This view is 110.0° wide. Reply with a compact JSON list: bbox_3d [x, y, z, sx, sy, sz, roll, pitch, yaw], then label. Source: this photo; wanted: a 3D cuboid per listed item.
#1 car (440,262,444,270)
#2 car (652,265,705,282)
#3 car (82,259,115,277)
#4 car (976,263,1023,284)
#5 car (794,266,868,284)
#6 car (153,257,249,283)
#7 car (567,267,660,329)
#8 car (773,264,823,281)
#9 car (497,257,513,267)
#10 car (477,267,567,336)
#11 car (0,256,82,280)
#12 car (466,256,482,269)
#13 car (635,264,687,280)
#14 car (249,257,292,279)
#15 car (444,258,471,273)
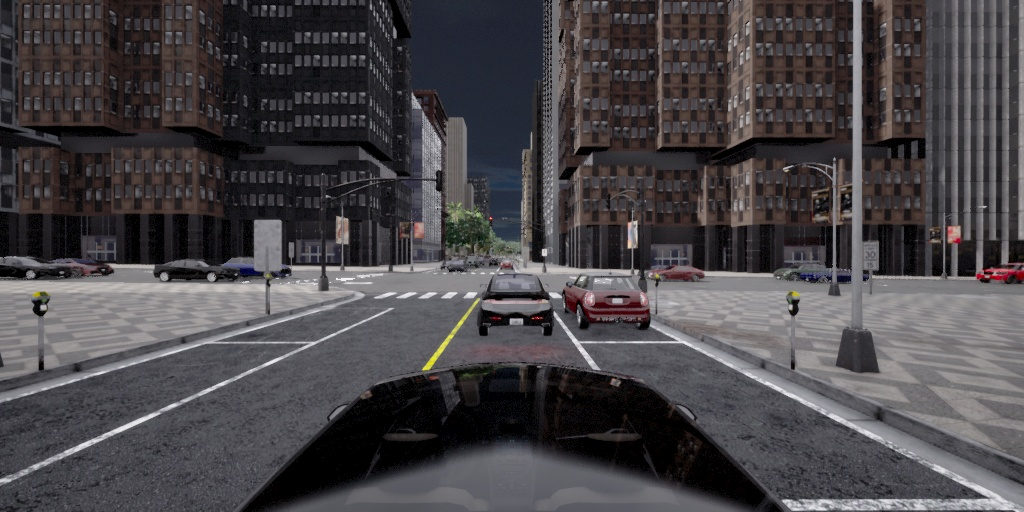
[{"bbox_3d":[-9.287,1.323,52.549,1.948,1.339,4.313,0,0,-1],"label":"car"},{"bbox_3d":[14.351,1.507,31.379,4.674,1.442,1.812,1,0,-1],"label":"car"},{"bbox_3d":[-33.381,0.871,27.508,4.181,1.385,1.994,1,0,0],"label":"car"},{"bbox_3d":[48.909,1.694,34.837,5.566,2.045,2.150,1,0,0],"label":"car"},{"bbox_3d":[28.124,1.781,31.500,4.718,1.301,1.895,1,0,0],"label":"car"},{"bbox_3d":[-21.274,0.960,24.363,5.008,1.535,1.882,1,0,-1],"label":"car"},{"bbox_3d":[2.734,1.189,11.247,1.967,1.591,4.097,0,0,0],"label":"car"},{"bbox_3d":[28.058,1.527,34.749,4.553,1.767,2.097,1,0,0],"label":"car"},{"bbox_3d":[-0.762,1.197,52.628,1.967,1.591,4.097,0,0,-1],"label":"car"},{"bbox_3d":[0.076,1.241,10.361,2.128,1.511,4.902,0,0,-1],"label":"car"},{"bbox_3d":[-32.970,0.795,24.261,5.008,1.535,1.882,2,0,0],"label":"car"},{"bbox_3d":[-6.672,0.992,58.971,2.150,2.045,5.566,0,0,0],"label":"car"},{"bbox_3d":[14.340,1.541,34.632,4.181,1.385,1.994,1,0,-1],"label":"car"},{"bbox_3d":[-19.564,0.855,27.628,4.553,1.767,2.097,1,0,0],"label":"car"},{"bbox_3d":[-6.442,1.284,43.265,2.033,1.411,5.357,0,0,-2],"label":"car"}]
